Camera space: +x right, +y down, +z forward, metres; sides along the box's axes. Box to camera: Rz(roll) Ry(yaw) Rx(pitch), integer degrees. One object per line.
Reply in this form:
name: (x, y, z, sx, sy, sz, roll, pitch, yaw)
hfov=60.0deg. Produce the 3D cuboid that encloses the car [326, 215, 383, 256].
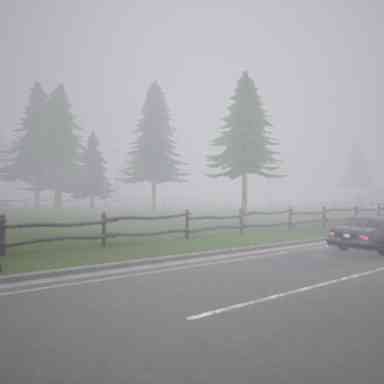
car: (7.729, 1.679, 13.674, 5.357, 1.411, 2.033, 1, 0, -35)
